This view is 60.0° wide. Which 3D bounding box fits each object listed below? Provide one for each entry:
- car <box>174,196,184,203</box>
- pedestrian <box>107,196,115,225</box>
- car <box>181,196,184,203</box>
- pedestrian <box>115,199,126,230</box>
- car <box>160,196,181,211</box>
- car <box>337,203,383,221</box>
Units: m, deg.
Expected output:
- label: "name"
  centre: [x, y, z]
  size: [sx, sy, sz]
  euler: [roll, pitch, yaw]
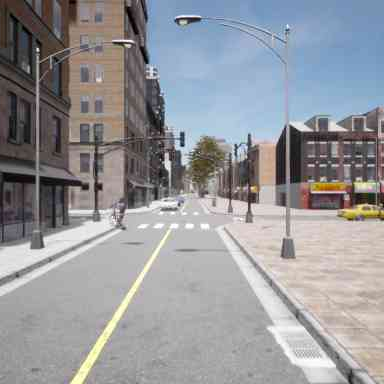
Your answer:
- label: "car"
  centre: [-2.532, 1.447, 66.271]
  size: [1.812, 1.442, 4.674]
  euler: [0, 0, 1]
- label: "pedestrian"
  centre: [-4.761, 1.131, 19.998]
  size: [0.375, 1.860, 0.375]
  euler: [0, 0, 0]
- label: "car"
  centre: [-2.658, 1.488, 50.719]
  size: [2.033, 1.411, 5.357]
  euler: [0, 0, 0]
- label: "pedestrian"
  centre: [-4.090, 1.284, 19.359]
  size: [0.375, 1.860, 0.375]
  euler: [0, 0, 0]
- label: "car"
  centre: [-2.697, 1.483, 40.646]
  size: [1.812, 1.442, 4.674]
  euler: [0, 0, 0]
- label: "car"
  centre: [13.987, 1.581, 26.098]
  size: [4.829, 1.417, 1.752]
  euler: [0, -1, 0]
